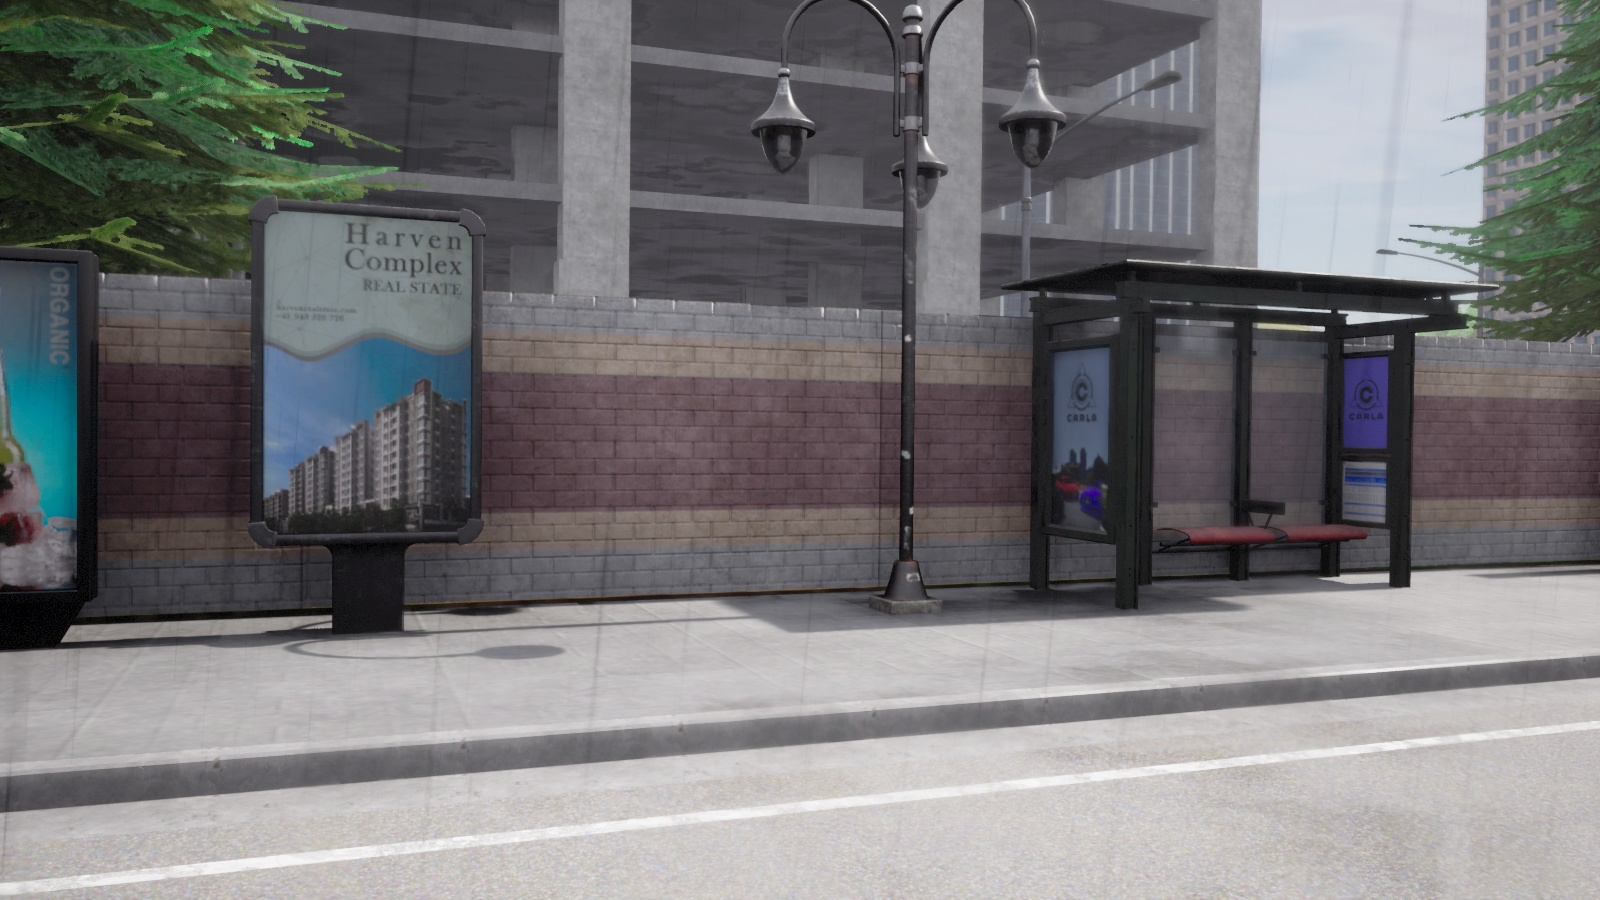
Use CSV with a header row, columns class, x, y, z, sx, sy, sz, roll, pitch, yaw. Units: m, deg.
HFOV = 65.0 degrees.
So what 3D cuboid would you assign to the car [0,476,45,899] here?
class,x,y,z,sx,sy,sz,roll,pitch,yaw
car,-3.928,0.838,1.747,4.674,1.442,1.812,-1,1,-21
